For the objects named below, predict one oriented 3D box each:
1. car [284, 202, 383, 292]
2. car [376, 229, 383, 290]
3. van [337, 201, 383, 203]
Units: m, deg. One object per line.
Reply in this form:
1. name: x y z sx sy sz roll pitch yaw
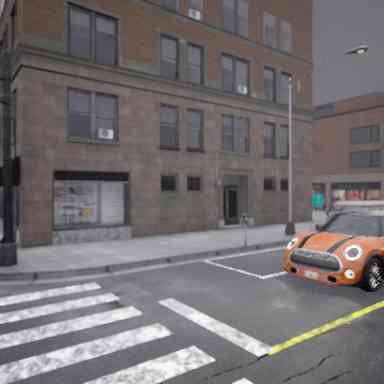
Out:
1. car: 4.572 1.314 8.999 4.553 1.767 2.097 0 0 -36
2. car: 5.894 1.464 6.435 4.902 1.511 2.128 0 0 -36
3. van: 7.440 1.273 14.229 3.998 1.788 1.690 0 0 -36
